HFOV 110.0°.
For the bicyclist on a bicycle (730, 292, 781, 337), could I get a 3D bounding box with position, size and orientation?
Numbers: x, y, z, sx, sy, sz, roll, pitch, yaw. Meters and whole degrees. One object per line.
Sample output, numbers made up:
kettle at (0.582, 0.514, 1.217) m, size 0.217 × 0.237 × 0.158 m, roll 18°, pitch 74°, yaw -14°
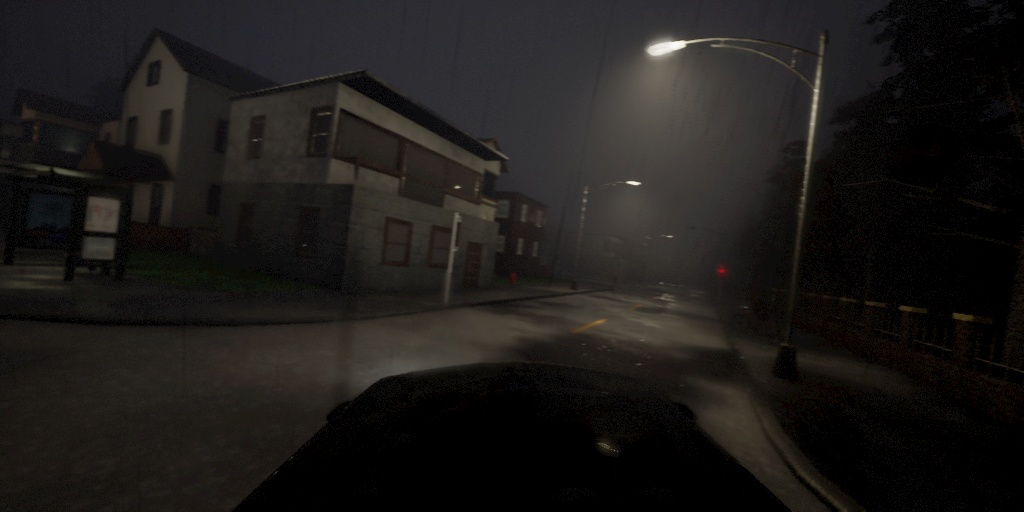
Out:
bicyclist on a bicycle at (9.390, 2.214, 13.812) m, size 1.656 × 1.620 × 0.582 m, roll 7°, pitch 0°, yaw 28°
